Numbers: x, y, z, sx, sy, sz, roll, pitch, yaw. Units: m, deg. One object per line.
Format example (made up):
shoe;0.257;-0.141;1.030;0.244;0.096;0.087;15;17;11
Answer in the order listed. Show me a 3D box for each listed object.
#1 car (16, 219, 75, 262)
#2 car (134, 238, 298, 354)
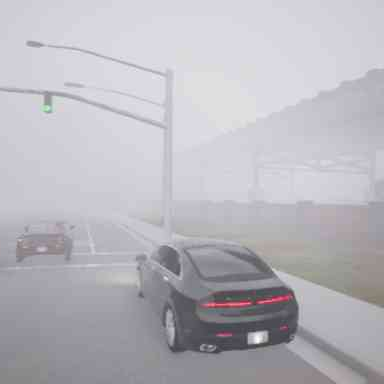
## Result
car;-5.796;1.807;13.407;1.812;1.442;4.674;1;-1;-19
car;0.078;1.675;6.589;1.837;1.490;4.892;1;-1;-19
